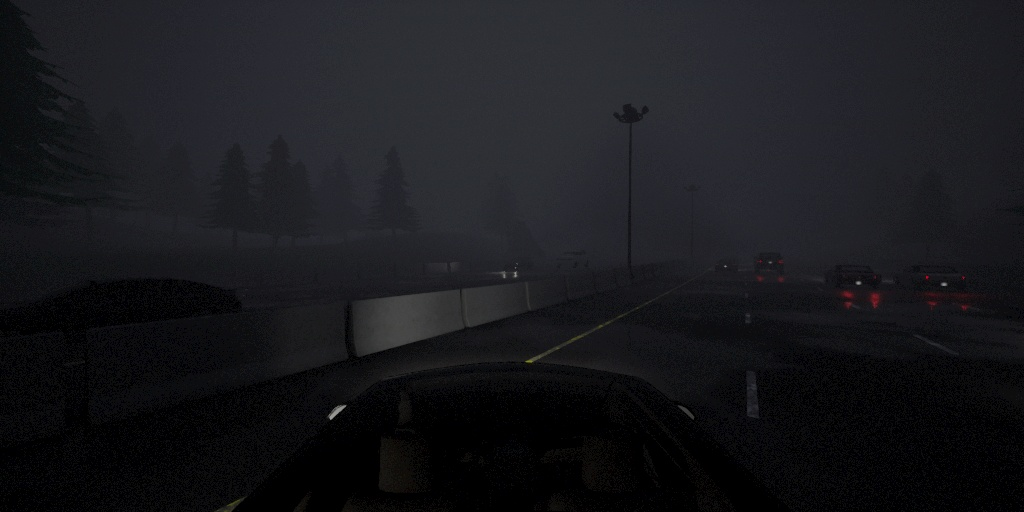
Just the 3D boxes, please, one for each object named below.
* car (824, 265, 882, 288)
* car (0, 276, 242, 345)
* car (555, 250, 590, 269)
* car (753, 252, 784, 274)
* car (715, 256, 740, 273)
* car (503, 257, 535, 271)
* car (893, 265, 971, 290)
[{"bbox_3d":[20.853,1.195,22.161,1.895,1.301,4.718,0,1,33],"label":"car"},{"bbox_3d":[-9.250,1.248,8.263,1.837,1.490,4.892,0,0,33],"label":"car"},{"bbox_3d":[6.684,0.334,39.092,2.150,2.045,5.566,0,1,33],"label":"car"},{"bbox_3d":[24.678,0.628,34.493,2.150,2.045,5.566,0,1,33],"label":"car"},{"bbox_3d":[22.117,0.956,36.981,1.994,1.385,4.181,0,1,33],"label":"car"},{"bbox_3d":[0.840,0.891,42.946,2.097,1.767,4.553,0,1,33],"label":"car"},{"bbox_3d":[24.243,1.187,20.956,1.895,1.301,4.718,0,1,33],"label":"car"}]
